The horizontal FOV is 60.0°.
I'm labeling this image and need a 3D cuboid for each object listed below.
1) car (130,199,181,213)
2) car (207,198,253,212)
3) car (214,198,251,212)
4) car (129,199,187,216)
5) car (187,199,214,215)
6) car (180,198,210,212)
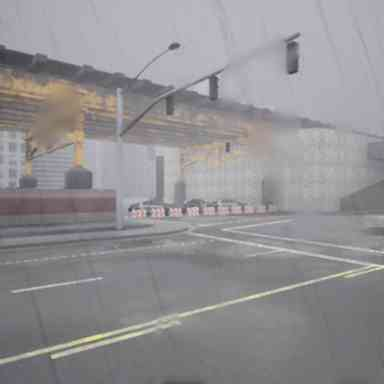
[{"bbox_3d":[-3.408,1.306,31.780,4.536,1.218,1.853,0,0,8],"label":"car"},{"bbox_3d":[4.300,1.469,38.216,4.974,1.542,2.038,0,0,-7],"label":"car"},{"bbox_3d":[4.249,1.312,38.209,4.536,1.218,1.853,0,0,-7],"label":"car"},{"bbox_3d":[-3.357,1.463,31.773,4.974,1.542,2.038,0,0,8],"label":"car"},{"bbox_3d":[0.389,1.466,34.457,2.038,1.542,4.974,0,0,18],"label":"car"},{"bbox_3d":[0.405,1.308,34.507,1.853,1.218,4.536,0,0,18],"label":"car"}]
